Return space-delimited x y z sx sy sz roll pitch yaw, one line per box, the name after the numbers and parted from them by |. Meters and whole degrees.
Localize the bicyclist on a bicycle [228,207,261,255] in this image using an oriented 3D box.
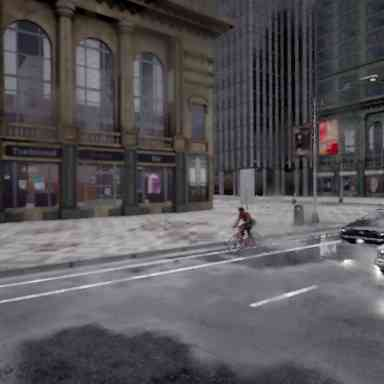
1.862 1.342 11.696 1.656 1.620 0.582 -1 1 -36 | bicyclist on a bicycle

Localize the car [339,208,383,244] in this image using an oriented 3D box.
8.244 1.350 13.546 5.357 1.411 2.033 -1 1 -35 | car

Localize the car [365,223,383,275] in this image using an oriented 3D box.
6.600 1.462 8.393 4.718 1.301 1.895 -1 1 -35 | car
